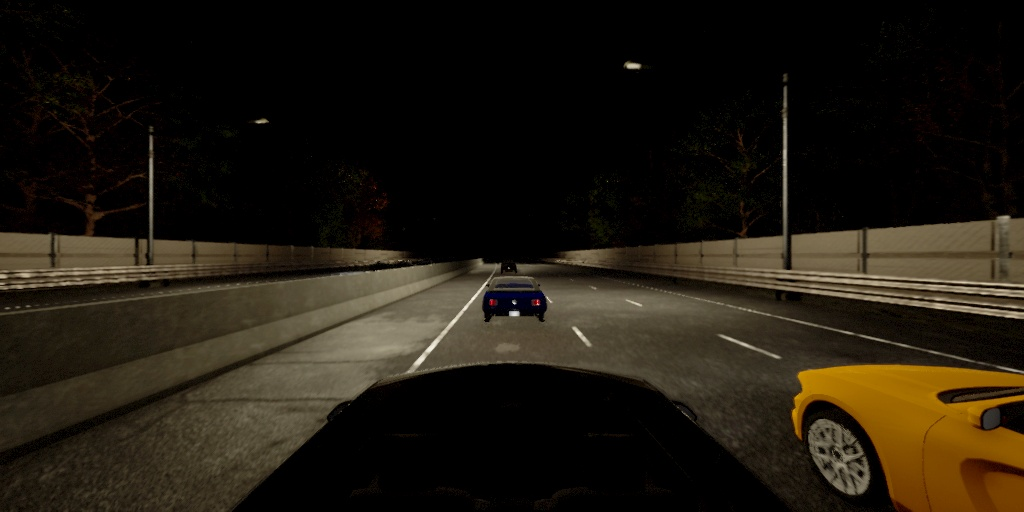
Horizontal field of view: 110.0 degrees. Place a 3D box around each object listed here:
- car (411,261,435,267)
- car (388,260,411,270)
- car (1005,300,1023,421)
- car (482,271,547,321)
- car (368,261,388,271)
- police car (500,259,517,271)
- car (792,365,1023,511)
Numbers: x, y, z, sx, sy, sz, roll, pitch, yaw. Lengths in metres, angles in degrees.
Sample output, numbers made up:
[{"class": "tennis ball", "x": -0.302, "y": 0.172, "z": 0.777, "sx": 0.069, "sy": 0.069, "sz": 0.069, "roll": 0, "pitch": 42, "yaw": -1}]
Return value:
[{"class": "car", "x": -11.162, "y": 1.313, "z": 47.008, "sx": 2.033, "sy": 1.411, "sz": 5.357, "roll": 0, "pitch": 0, "yaw": -1}, {"class": "car", "x": -14.703, "y": 1.313, "z": 48.847, "sx": 2.033, "sy": 1.411, "sz": 5.357, "roll": 0, "pitch": 0, "yaw": -1}, {"class": "car", "x": 7.093, "y": 1.273, "z": 2.159, "sx": 1.812, "sy": 1.442, "sz": 4.674, "roll": 0, "pitch": 0, "yaw": 0}, {"class": "car", "x": 0.061, "y": 1.355, "z": 12.421, "sx": 1.895, "sy": 1.301, "sz": 4.718, "roll": 0, "pitch": 0, "yaw": 0}, {"class": "car", "x": -18.231, "y": 1.366, "z": 49.805, "sx": 1.895, "sy": 1.301, "sz": 4.718, "roll": 0, "pitch": 0, "yaw": -1}, {"class": "police car", "x": -0.413, "y": 1.190, "z": 44.162, "sx": 1.930, "sy": 1.638, "sz": 5.238, "roll": 0, "pitch": 0, "yaw": -1}, {"class": "car", "x": 3.593, "y": 1.226, "z": 1.344, "sx": 1.882, "sy": 1.535, "sz": 5.008, "roll": 0, "pitch": 0, "yaw": 0}]
